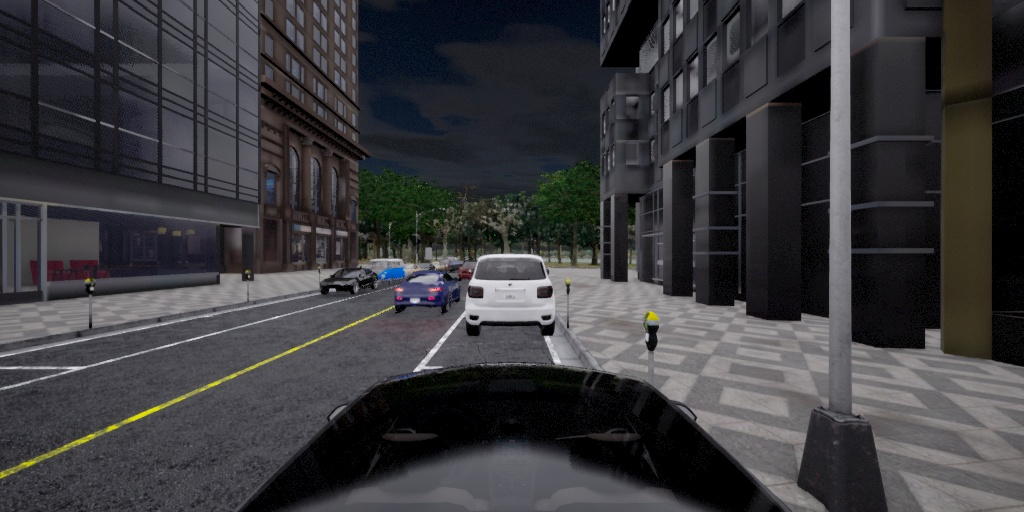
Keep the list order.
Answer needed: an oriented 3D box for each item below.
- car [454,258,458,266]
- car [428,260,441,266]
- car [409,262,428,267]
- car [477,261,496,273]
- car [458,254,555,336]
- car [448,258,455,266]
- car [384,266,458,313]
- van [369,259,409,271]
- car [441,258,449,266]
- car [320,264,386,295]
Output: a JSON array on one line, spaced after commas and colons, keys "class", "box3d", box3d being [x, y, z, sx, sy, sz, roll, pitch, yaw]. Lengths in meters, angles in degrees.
[{"class": "car", "box3d": [-3.064, 1.108, 29.086, 2.097, 1.767, 4.553, 0, 0, 0]}, {"class": "car", "box3d": [-8.908, 1.322, 36.298, 1.948, 1.339, 4.313, 0, 0, 0]}, {"class": "car", "box3d": [-8.908, 1.280, 30.691, 1.751, 1.417, 4.829, 0, 0, 0]}, {"class": "car", "box3d": [-3.063, 1.324, 44.187, 1.994, 1.385, 4.181, 0, 0, 0]}, {"class": "car", "box3d": [-0.039, 0.971, 10.530, 2.150, 2.045, 5.566, 0, 0, 0]}, {"class": "car", "box3d": [-6.211, 1.307, 42.556, 2.033, 1.411, 5.357, 0, 0, 0]}, {"class": "car", "box3d": [-3.146, 1.276, 13.932, 1.812, 1.442, 4.674, 0, 0, 0]}, {"class": "van", "box3d": [-8.908, 1.093, 25.423, 1.690, 1.789, 3.998, 0, 0, 0]}, {"class": "car", "box3d": [-8.908, 1.284, 41.566, 1.751, 1.417, 4.829, 0, 0, 0]}, {"class": "car", "box3d": [-8.908, 1.317, 19.986, 1.948, 1.339, 4.313, 0, 0, 0]}]
